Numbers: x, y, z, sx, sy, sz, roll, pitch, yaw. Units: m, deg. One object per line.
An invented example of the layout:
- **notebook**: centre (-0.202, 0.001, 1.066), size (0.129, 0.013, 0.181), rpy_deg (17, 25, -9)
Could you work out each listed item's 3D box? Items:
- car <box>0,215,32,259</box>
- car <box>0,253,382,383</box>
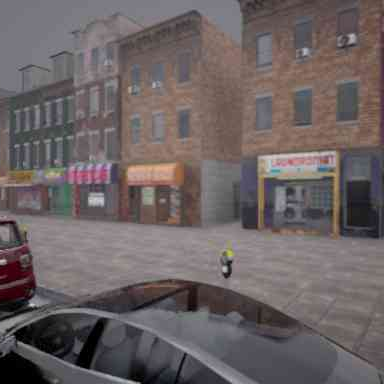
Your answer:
- **car**: centre (-5.024, 1.314, 6.394), size (5.009, 1.841, 2.192), rpy_deg (0, 0, 36)
- **car**: centre (-0.574, 1.565, 3.219), size (4.313, 1.339, 1.947), rpy_deg (0, 0, 36)
